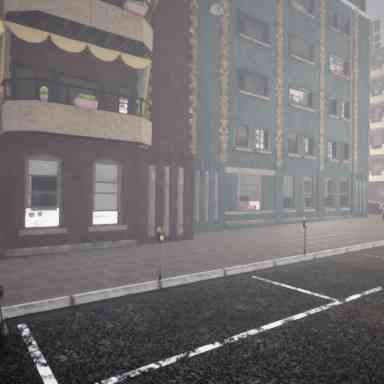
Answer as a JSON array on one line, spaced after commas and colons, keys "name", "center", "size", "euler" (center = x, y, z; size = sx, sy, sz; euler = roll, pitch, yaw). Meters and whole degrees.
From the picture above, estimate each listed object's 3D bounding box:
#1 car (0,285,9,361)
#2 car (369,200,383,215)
[{"name": "car", "center": [-4.161, 1.566, 3.121], "size": [4.313, 1.339, 1.947], "euler": [0, 1, -35]}, {"name": "car", "center": [16.169, 1.240, 32.668], "size": [2.192, 1.841, 5.009], "euler": [1, 0, -36]}]
